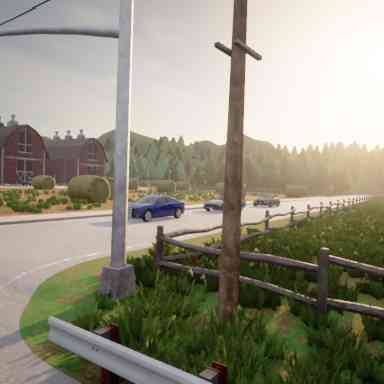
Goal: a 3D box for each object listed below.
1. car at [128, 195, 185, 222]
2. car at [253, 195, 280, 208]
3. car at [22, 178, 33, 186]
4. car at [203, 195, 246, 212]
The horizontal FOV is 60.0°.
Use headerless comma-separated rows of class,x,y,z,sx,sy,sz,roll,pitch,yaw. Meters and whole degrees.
car,-2.413,0.939,21.219,1.882,1.535,5.008,3,2,33
car,8.542,0.992,37.836,1.994,1.385,4.181,3,2,33
car,-38.963,-2.354,79.377,1.905,1.878,3.866,8,2,-13
car,3.025,0.992,29.481,2.033,1.411,5.357,3,2,33
